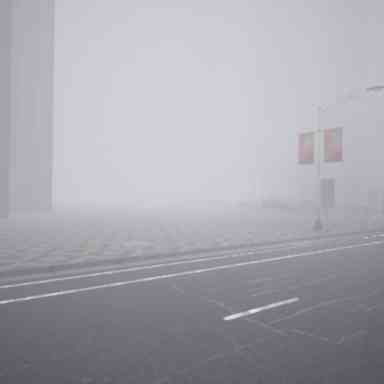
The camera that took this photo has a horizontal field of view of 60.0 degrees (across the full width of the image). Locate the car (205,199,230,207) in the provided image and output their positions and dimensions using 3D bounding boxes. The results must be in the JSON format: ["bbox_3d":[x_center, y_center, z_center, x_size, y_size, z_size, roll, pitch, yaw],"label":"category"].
[{"bbox_3d":[4.745,1.903,57.430,1.994,1.385,4.181,1,0,-35],"label":"car"}]

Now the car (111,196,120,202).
[{"bbox_3d":[-18.260,1.830,85.019,1.752,1.417,4.829,1,-1,-36],"label":"car"}]

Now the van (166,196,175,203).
[{"bbox_3d":[-4.824,1.756,80.871,1.690,1.788,3.998,1,-1,-36],"label":"van"}]

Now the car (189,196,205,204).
[{"bbox_3d":[1.771,1.996,71.627,1.802,1.307,4.206,1,-1,-36],"label":"car"}]

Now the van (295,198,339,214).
[{"bbox_3d":[14.627,1.657,38.949,1.690,1.788,3.998,1,-1,-36],"label":"van"}]

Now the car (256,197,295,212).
[{"bbox_3d":[11.329,1.627,43.570,2.192,1.841,5.009,1,-1,-36],"label":"car"}]

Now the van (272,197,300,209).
[{"bbox_3d":[14.967,1.759,53.145,1.690,1.788,3.998,1,-1,-36],"label":"van"}]

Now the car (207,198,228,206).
[{"bbox_3d":[5.069,1.996,67.005,1.802,1.307,4.206,1,-1,-36],"label":"car"}]

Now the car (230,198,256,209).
[{"bbox_3d":[8.027,1.890,48.189,1.802,1.307,4.206,1,-1,-36],"label":"car"}]

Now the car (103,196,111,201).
[{"bbox_3d":[-21.658,1.871,89.778,1.947,1.339,4.313,1,-1,-36],"label":"car"}]

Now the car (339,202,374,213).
[{"bbox_3d":[21.562,1.977,43.900,2.008,1.369,4.403,1,-1,-36],"label":"car"}]

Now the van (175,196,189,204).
[{"bbox_3d":[-1.525,1.756,76.250,1.690,1.788,3.998,1,-1,-36],"label":"van"}]

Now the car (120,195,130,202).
[{"bbox_3d":[-15.060,1.745,80.537,1.967,1.590,4.097,1,-1,-36],"label":"car"}]

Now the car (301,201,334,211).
[{"bbox_3d":[18.263,2.004,48.522,1.802,1.307,4.206,1,-1,-36],"label":"car"}]

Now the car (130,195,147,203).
[{"bbox_3d":[-11.763,1.856,75.915,2.008,1.369,4.403,1,-1,-36],"label":"car"}]
